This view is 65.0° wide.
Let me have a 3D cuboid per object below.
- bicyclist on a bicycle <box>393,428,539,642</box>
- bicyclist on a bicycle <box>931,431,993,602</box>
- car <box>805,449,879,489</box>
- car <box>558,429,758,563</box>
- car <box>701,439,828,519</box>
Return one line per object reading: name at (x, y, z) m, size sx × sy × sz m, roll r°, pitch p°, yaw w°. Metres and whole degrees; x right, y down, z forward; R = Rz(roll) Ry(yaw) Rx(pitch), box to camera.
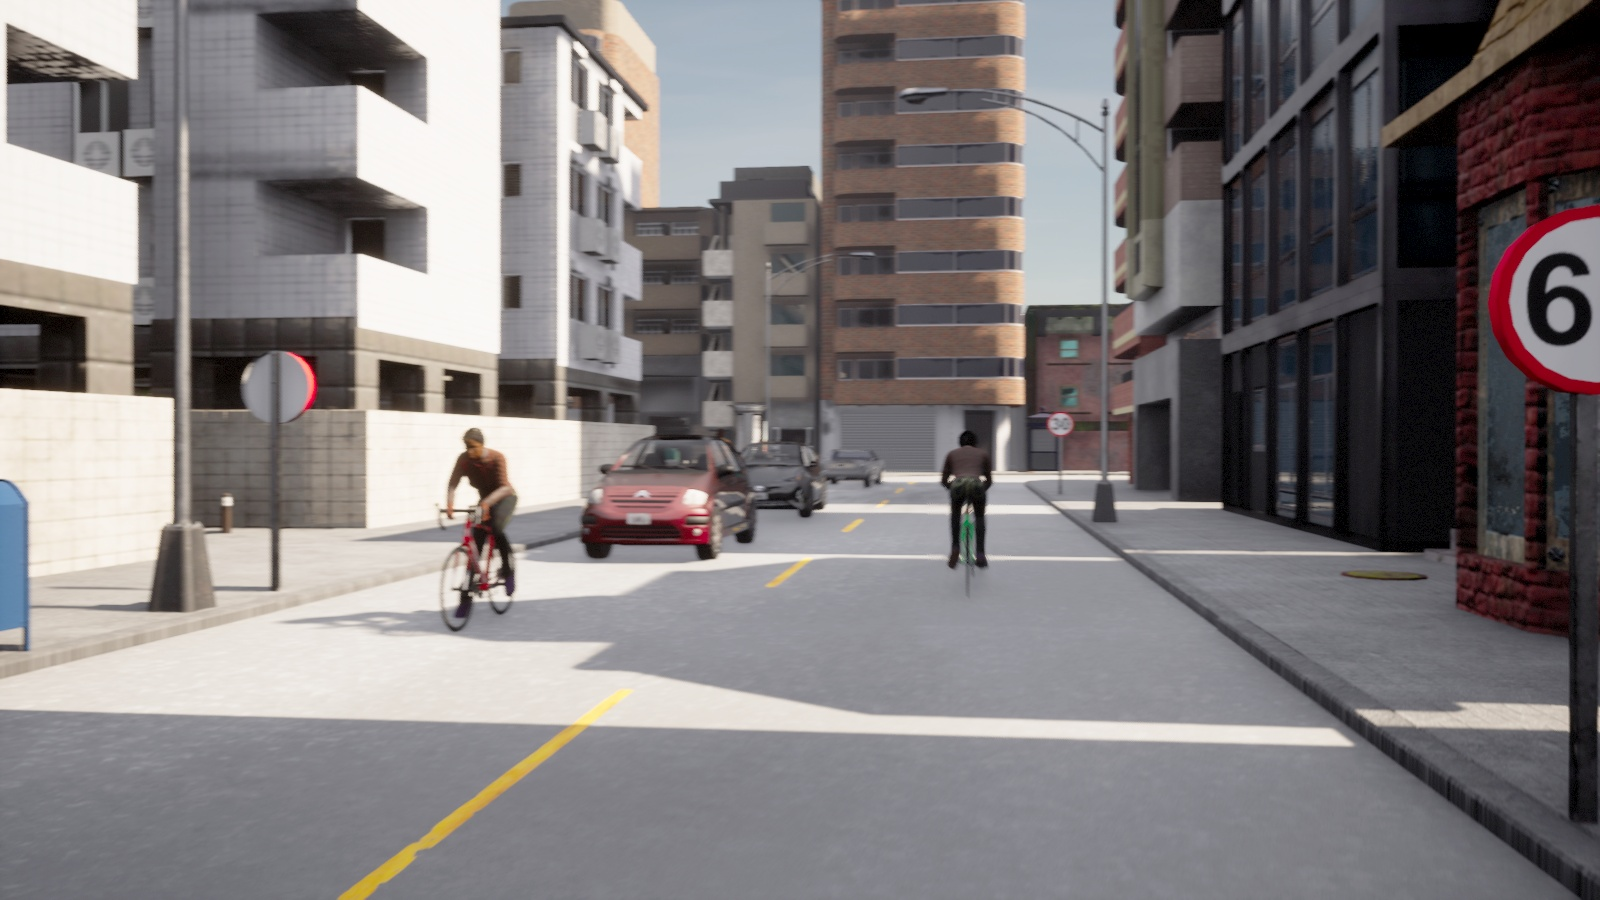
bicyclist on a bicycle at (-2.708, 0.636, 10.349) m, size 0.582 × 1.620 × 1.656 m, roll 0°, pitch 1°, yaw 7°
bicyclist on a bicycle at (1.645, 0.633, 12.784) m, size 0.582 × 1.620 × 1.656 m, roll 0°, pitch 0°, yaw 7°
car at (1.528, 0.611, 43.720) m, size 1.895 × 1.301 × 4.718 m, roll 0°, pitch 0°, yaw 10°
car at (-1.810, 0.545, 17.338) m, size 1.851 × 1.617 × 3.988 m, roll 0°, pitch 0°, yaw 7°
car at (-0.641, 0.547, 26.526) m, size 2.007 × 1.525 × 4.514 m, roll 0°, pitch 0°, yaw 7°
